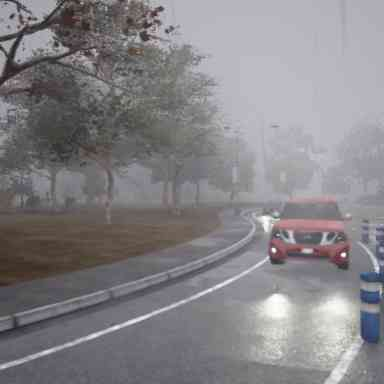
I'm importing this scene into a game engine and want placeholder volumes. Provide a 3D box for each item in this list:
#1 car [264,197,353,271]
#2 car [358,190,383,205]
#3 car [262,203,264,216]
[{"bbox_3d":[4.169,1.221,11.509,2.150,2.045,5.566,0,0,23],"label":"car"},{"bbox_3d":[27.201,0.779,48.264,5.566,2.045,2.150,0,0,-3],"label":"car"},{"bbox_3d":[7.466,1.419,30.411,1.994,1.385,4.181,-1,0,12],"label":"car"}]
